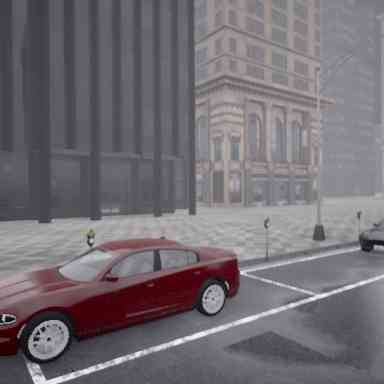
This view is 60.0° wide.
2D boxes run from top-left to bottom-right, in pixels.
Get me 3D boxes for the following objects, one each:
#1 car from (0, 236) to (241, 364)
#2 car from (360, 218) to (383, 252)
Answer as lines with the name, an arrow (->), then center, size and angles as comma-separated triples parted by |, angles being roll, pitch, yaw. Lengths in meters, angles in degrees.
car -> -1.156, 1.531, 5.829 | 4.507, 1.381, 1.887 | 0, 0, -36
car -> 8.021, 1.489, 12.390 | 4.313, 1.339, 1.947 | 0, 0, -36
